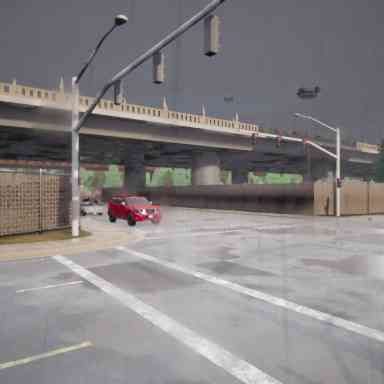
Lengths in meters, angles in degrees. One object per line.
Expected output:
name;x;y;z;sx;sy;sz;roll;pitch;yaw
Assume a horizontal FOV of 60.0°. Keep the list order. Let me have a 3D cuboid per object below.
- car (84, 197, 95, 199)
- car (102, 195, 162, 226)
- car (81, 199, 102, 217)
car;-19.783;1.619;64.272;1.994;1.385;4.181;0;0;-36
car;-4.341;1.278;24.363;2.150;2.045;5.566;0;0;-36
car;-10.307;1.656;32.684;1.895;1.301;4.718;0;0;-36
